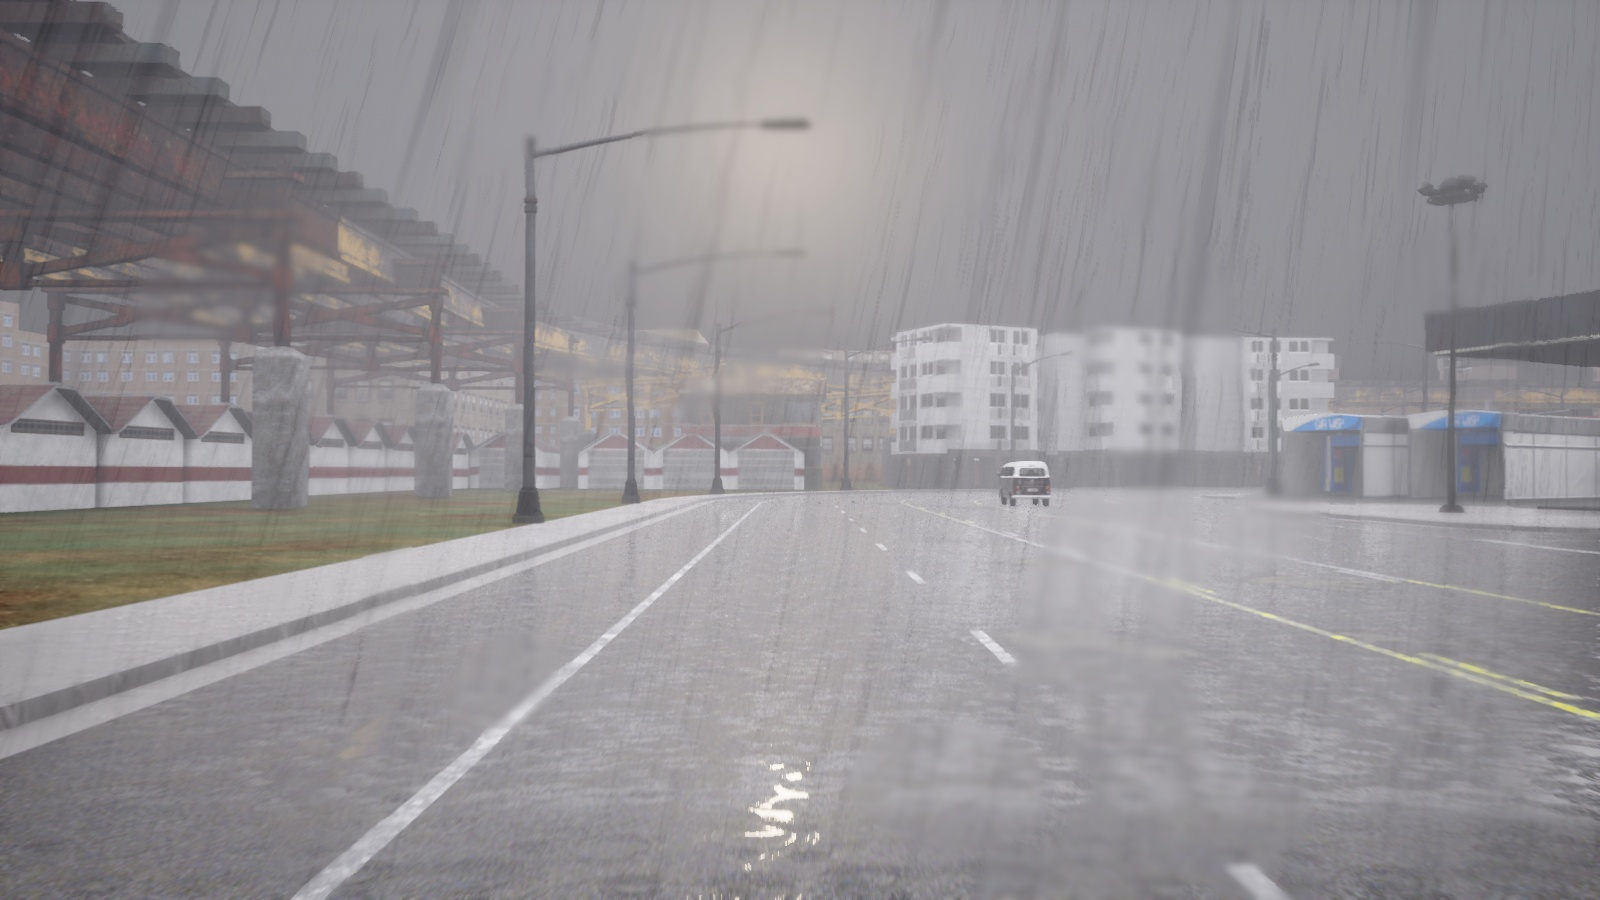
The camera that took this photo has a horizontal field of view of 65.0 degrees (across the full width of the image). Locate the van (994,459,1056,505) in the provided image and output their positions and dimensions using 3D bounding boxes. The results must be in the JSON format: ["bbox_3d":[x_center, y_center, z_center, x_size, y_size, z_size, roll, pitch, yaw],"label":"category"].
[{"bbox_3d":[10.377,1.470,58.178,2.069,2.038,4.480,0,-1,0],"label":"van"}]
